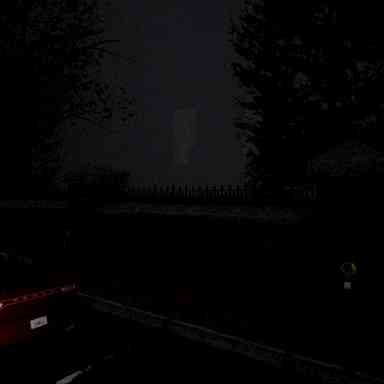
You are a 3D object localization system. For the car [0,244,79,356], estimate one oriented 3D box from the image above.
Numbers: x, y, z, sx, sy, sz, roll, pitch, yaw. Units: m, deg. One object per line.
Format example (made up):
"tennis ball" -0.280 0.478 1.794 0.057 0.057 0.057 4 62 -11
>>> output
"car" -3.786 1.544 5.588 4.507 1.381 1.887 0 0 36
